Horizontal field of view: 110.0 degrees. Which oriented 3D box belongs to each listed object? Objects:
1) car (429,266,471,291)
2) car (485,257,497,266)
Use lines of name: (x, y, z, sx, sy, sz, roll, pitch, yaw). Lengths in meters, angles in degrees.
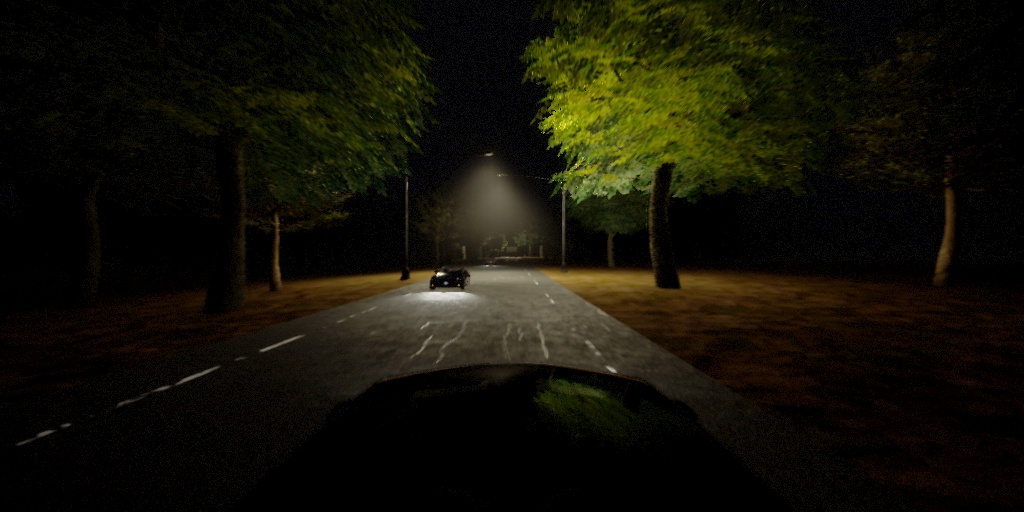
car: (-3.588, 1.266, 21.412, 1.994, 1.385, 4.181, 0, 0, 0)
car: (-3.526, 0.856, 61.513, 1.812, 1.442, 4.674, 0, 1, 0)
